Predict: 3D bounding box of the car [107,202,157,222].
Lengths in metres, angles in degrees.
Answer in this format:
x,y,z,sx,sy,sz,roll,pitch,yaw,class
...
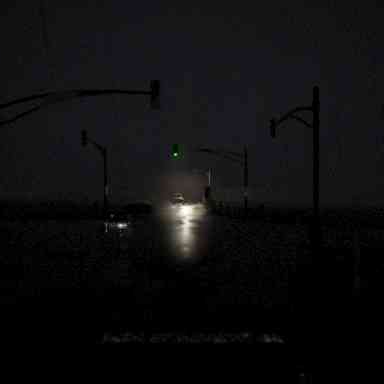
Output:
x,y,z,sx,sy,sz,roll,pitch,yaw,class
-4.838,1.624,27.389,1.837,1.490,4.892,4,1,30,car

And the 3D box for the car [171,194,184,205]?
x,y,z,sx,sy,sz,roll,pitch,yaw,class
-2.614,1.444,62.080,2.150,2.045,5.566,0,0,0,car
